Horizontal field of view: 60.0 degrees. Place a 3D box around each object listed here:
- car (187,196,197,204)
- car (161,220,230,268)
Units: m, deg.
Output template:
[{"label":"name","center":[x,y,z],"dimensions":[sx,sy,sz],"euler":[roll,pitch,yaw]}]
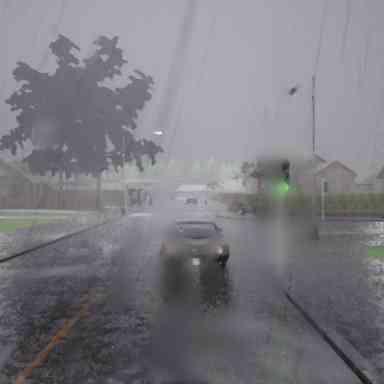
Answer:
[{"label":"car","center":[0.003,1.436,62.283],"dimensions":[1.882,1.535,5.008],"euler":[0,0,0]},{"label":"car","center":[0.091,1.593,11.156],"dimensions":[1.895,1.301,4.718],"euler":[0,0,0]}]
